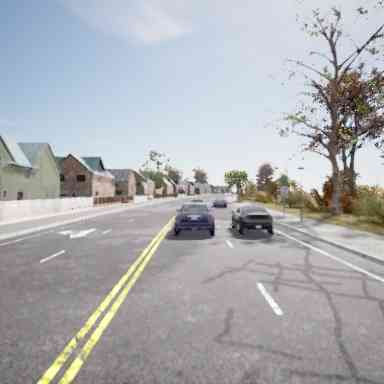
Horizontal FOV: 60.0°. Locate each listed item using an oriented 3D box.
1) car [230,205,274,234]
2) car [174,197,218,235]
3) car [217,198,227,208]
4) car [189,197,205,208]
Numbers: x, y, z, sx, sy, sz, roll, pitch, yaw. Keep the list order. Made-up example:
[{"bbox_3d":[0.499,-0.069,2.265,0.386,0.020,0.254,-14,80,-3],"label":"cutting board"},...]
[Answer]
[{"bbox_3d":[3.396,1.509,19.275,1.837,1.490,4.892,0,0,1],"label":"car"},{"bbox_3d":[0.145,1.356,18.919,2.097,1.767,4.553,0,0,0],"label":"car"},{"bbox_3d":[4.065,1.557,48.328,1.994,1.385,4.181,0,0,3],"label":"car"},{"bbox_3d":[0.789,1.489,47.944,2.128,1.511,4.902,0,0,3],"label":"car"}]
